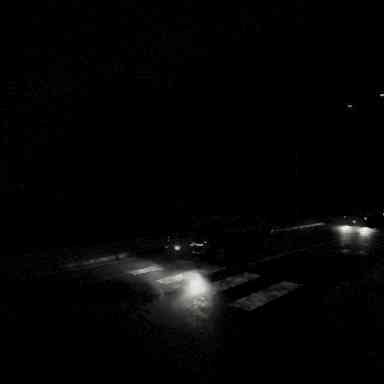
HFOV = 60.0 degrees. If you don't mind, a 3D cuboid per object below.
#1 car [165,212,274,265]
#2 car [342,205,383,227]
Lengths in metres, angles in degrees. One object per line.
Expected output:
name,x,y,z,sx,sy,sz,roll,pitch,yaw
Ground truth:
car,1.182,1.508,12.008,1.837,1.490,4.892,2,1,42
car,13.079,1.714,25.069,2.033,1.411,5.357,2,1,42
